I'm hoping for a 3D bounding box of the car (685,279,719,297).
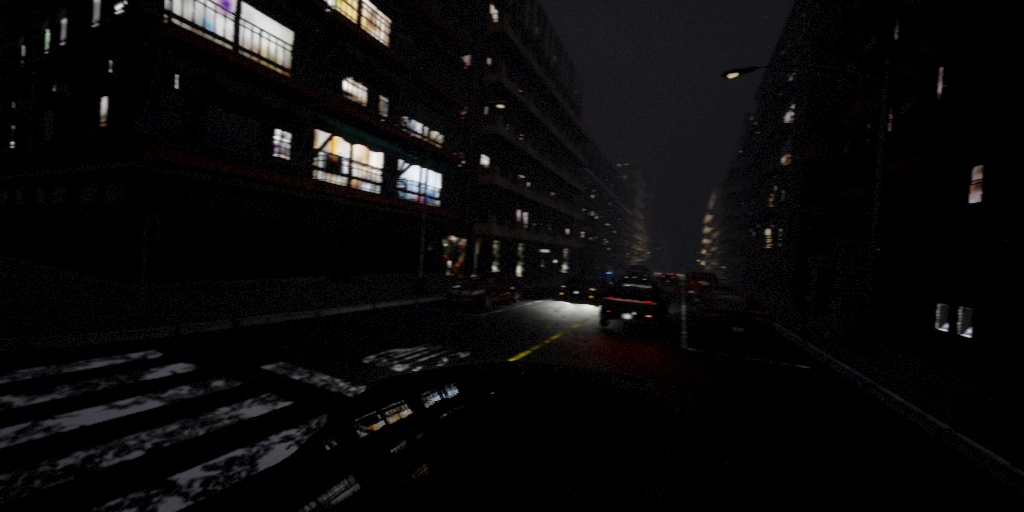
[{"bbox_3d":[8.822,1.939,15.715,1.948,1.339,4.313,0,0,25],"label":"car"}]

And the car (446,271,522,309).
[{"bbox_3d":[-0.978,1.272,14.504,1.802,1.307,4.207,0,0,25],"label":"car"}]

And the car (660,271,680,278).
[{"bbox_3d":[17.467,2.488,39.874,2.128,1.511,4.902,4,0,26],"label":"car"}]

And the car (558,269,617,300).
[{"bbox_3d":[3.899,1.595,18.717,1.994,1.385,4.181,4,0,26],"label":"car"}]

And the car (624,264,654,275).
[{"bbox_3d":[14.155,1.991,40.047,2.150,2.045,5.566,4,0,26],"label":"car"}]

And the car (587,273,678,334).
[{"bbox_3d":[4.287,1.545,12.185,2.128,1.511,4.902,4,0,26],"label":"car"}]

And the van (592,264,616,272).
[{"bbox_3d":[8.609,1.716,34.672,1.690,1.789,3.998,0,0,25],"label":"van"}]

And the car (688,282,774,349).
[{"bbox_3d":[6.539,1.756,10.911,1.888,1.381,4.507,0,0,25],"label":"car"}]

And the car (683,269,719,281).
[{"bbox_3d":[13.682,2.035,25.940,2.192,1.841,5.009,0,0,25],"label":"car"}]

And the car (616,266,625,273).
[{"bbox_3d":[11.038,2.131,39.785,1.802,1.307,4.207,0,0,25],"label":"car"}]
